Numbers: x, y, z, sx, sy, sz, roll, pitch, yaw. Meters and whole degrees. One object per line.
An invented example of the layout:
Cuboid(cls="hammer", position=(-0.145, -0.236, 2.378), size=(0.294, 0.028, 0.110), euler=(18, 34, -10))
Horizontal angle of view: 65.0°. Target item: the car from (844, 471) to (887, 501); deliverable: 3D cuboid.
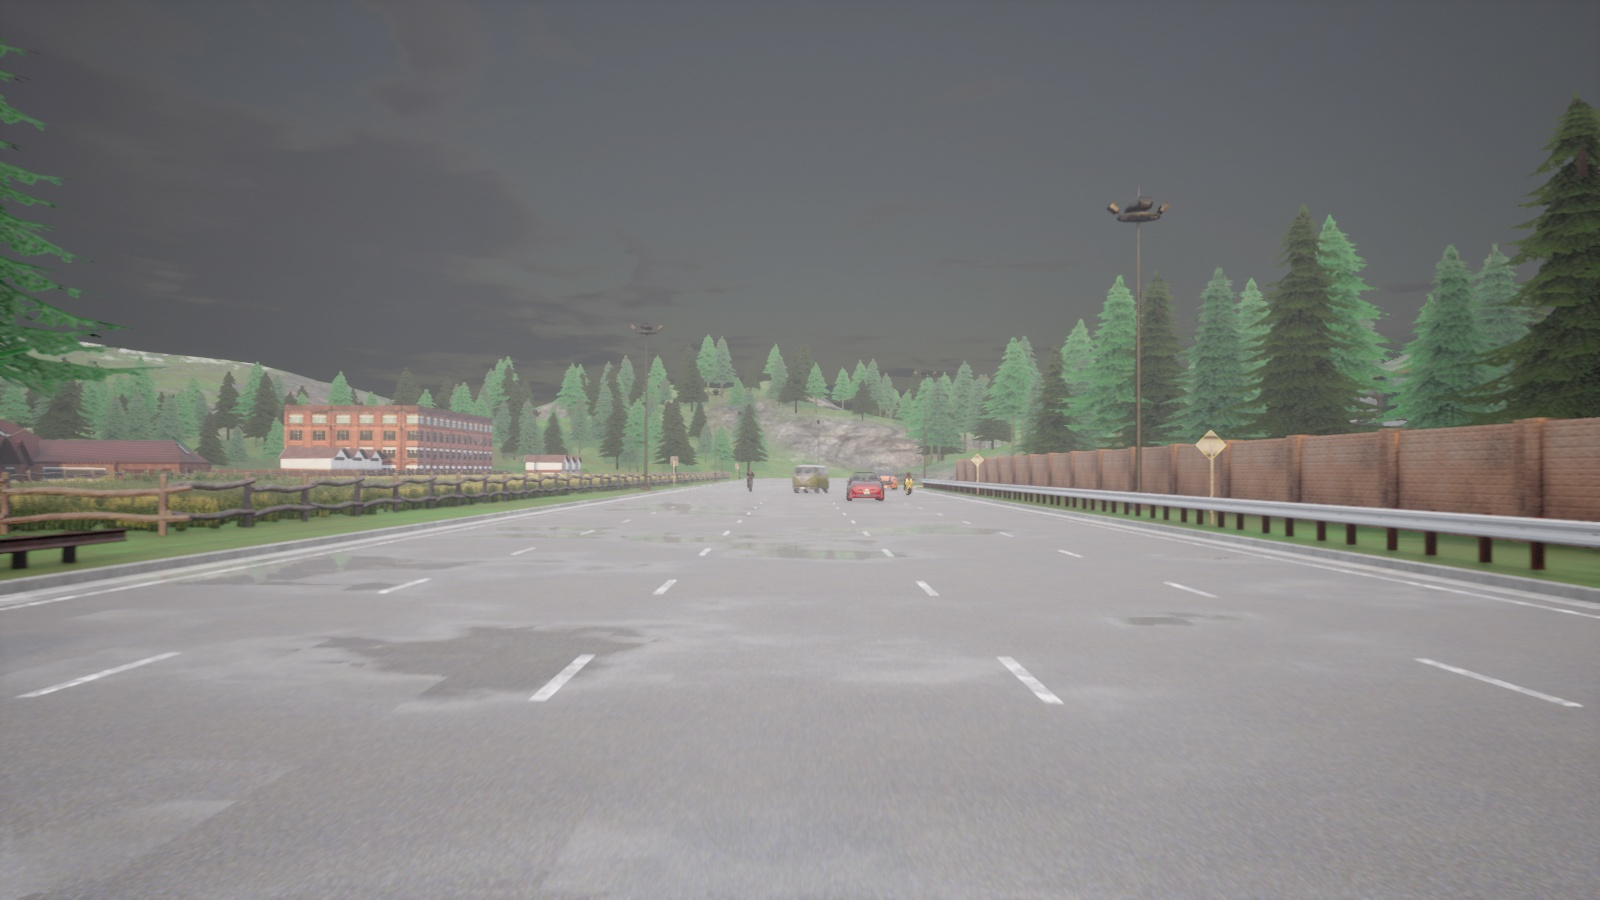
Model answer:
Cuboid(cls="car", position=(3.412, 1.850, 65.929), size=(2.007, 1.525, 4.514), euler=(0, -1, 0))

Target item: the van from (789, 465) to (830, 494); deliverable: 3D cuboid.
Cuboid(cls="van", position=(0.700, 2.012, 86.519), size=(1.775, 1.987, 4.442), euler=(0, -1, 15))
